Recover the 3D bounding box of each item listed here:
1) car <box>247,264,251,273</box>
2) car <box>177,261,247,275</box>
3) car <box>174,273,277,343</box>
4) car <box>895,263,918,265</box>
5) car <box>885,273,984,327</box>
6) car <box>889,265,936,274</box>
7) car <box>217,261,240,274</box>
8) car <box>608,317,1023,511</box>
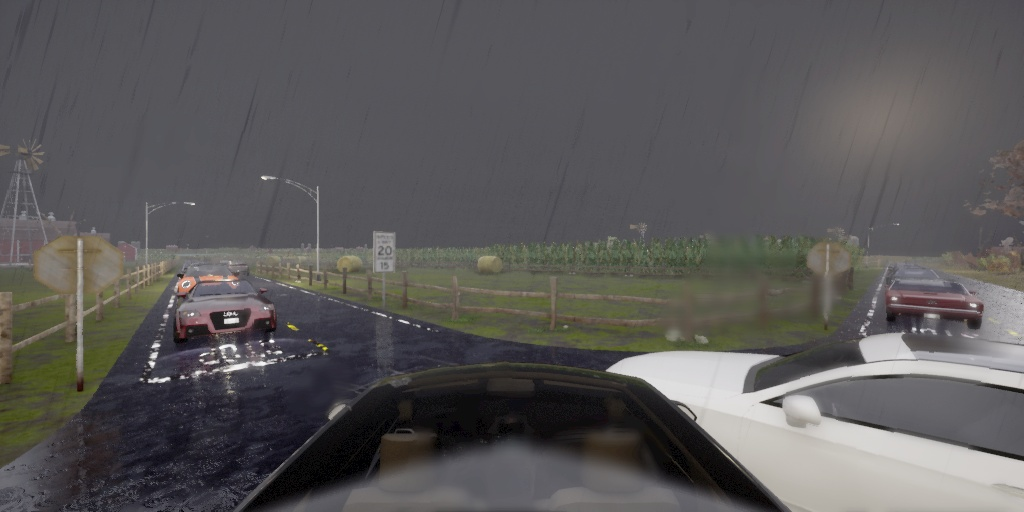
[{"bbox_3d":[-27.241,1.292,35.537,2.128,1.511,4.902,0,0,-42],"label":"car"},{"bbox_3d":[-13.834,1.144,16.406,2.097,1.767,4.553,0,0,-42],"label":"car"},{"bbox_3d":[-8.010,1.357,9.966,1.994,1.385,4.181,0,0,-43],"label":"car"},{"bbox_3d":[27.174,1.411,24.519,4.181,1.385,1.994,0,1,-43],"label":"car"},{"bbox_3d":[13.436,1.402,11.599,4.718,1.301,1.895,0,1,-43],"label":"car"},{"bbox_3d":[20.465,1.370,18.214,5.357,1.411,2.033,0,1,-43],"label":"car"},{"bbox_3d":[-34.017,1.315,42.945,1.837,1.490,4.892,0,0,-42],"label":"car"},{"bbox_3d":[2.825,1.294,2.458,1.812,1.442,4.674,0,1,-44],"label":"car"}]
